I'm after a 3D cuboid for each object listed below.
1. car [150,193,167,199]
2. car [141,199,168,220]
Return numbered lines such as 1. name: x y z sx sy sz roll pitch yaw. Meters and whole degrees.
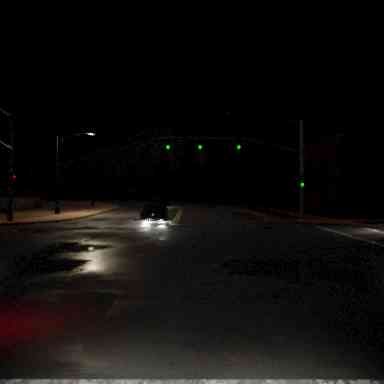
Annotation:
1. car: -5.426 1.149 53.601 2.150 2.045 5.566 0 0 -17
2. car: -3.021 1.549 27.508 1.994 1.385 4.181 0 0 0
